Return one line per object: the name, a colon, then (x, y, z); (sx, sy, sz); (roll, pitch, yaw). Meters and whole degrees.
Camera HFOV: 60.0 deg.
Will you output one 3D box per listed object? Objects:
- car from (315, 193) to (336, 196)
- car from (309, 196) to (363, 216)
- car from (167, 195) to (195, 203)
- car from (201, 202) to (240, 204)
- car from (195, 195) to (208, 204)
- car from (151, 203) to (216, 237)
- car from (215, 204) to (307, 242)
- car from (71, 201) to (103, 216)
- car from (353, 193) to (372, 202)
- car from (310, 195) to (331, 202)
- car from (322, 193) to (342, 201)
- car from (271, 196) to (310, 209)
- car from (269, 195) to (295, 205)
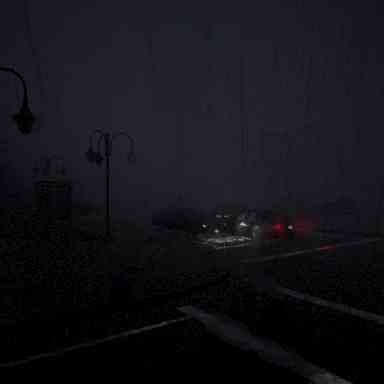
car: (22.677, 1.313, 59.569); (2.007, 1.523, 4.514); (0, 0, -36)
car: (12.977, 1.389, 30.129); (1.845, 1.501, 3.633); (0, 0, -36)
car: (-2.118, 1.354, 51.340); (2.007, 1.523, 4.514); (0, 0, -36)
car: (2.848, 1.499, 23.761); (2.033, 1.411, 5.357); (0, 3, 28)
car: (0.408, 1.345, 53.201); (2.152, 1.636, 5.027); (0, 0, -36)
car: (-0.329, 1.562, 18.701); (2.033, 1.411, 5.357); (0, 0, -36)
car: (3.348, 1.562, 16.611); (2.033, 1.411, 5.357); (0, 0, -21)
car: (-10.525, 1.562, 32.633); (2.033, 1.411, 5.357); (0, 0, -36)
car: (33.241, 1.112, 66.208); (1.932, 1.855, 4.605); (0, 0, -36)
car: (28.296, 1.375, 73.096); (1.970, 1.475, 3.806); (0, 0, -36)
car: (31.359, 1.091, 74.525); (1.905, 1.878, 3.866); (0, 0, -36)
car: (11.105, 1.399, 37.904); (1.970, 1.475, 3.806); (0, 0, -36)
car: (14.509, 1.334, 53.812); (1.845, 1.501, 3.633); (0, 0, -36)
